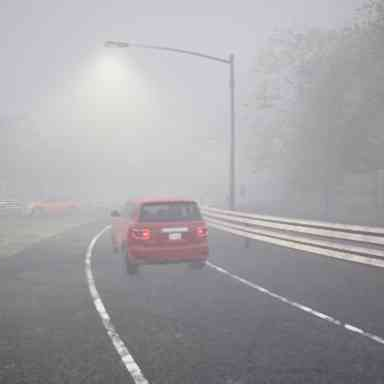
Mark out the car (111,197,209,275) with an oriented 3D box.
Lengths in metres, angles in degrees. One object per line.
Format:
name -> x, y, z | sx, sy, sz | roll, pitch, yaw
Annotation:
car -> -1.269, 1.163, 10.638 | 2.150, 2.045, 5.566 | -1, 0, -19

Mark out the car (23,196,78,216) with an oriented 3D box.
car -> -13.182, 1.224, 30.995 | 4.553, 1.767, 2.097 | -1, 1, -41
